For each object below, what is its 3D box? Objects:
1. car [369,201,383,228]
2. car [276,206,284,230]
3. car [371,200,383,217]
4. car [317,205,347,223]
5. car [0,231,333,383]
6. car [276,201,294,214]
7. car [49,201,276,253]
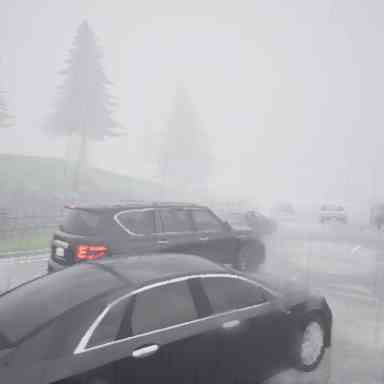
[{"bbox_3d":[13.386,1.629,22.698,2.128,1.511,4.902,0,0,21],"label":"car"},{"bbox_3d":[2.592,1.620,16.866,2.033,1.411,5.357,0,0,35],"label":"car"},{"bbox_3d":[20.524,1.691,34.846,1.882,1.535,5.008,0,0,13],"label":"car"},{"bbox_3d":[11.355,1.748,27.212,1.895,1.301,4.718,0,0,17],"label":"car"},{"bbox_3d":[-0.194,1.518,3.971,4.892,1.490,1.837,0,0,-39],"label":"car"},{"bbox_3d":[10.369,1.729,37.453,2.033,1.411,5.357,0,0,11],"label":"car"},{"bbox_3d":[-0.522,1.247,8.097,5.566,2.045,2.150,1,0,-43],"label":"car"}]
